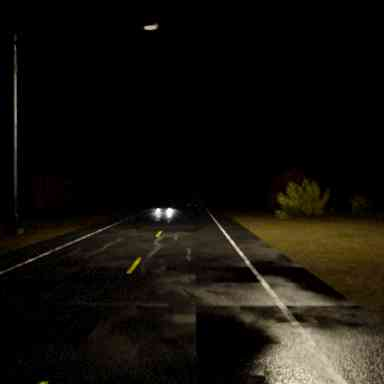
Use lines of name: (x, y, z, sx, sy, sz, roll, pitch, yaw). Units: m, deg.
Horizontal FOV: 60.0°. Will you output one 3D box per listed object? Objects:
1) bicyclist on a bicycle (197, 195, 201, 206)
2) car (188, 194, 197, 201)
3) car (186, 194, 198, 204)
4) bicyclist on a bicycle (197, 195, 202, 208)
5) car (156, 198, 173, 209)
bicyclist on a bicycle: (1.013, 1.281, 50.775, 0.582, 1.620, 1.656, 0, 0, 0)
car: (0.071, 1.249, 75.797, 2.033, 1.411, 5.357, 0, 0, 0)
car: (0.077, 1.284, 59.144, 2.128, 1.511, 4.902, 0, 0, 0)
bicyclist on a bicycle: (1.004, 1.236, 41.697, 0.659, 1.776, 1.843, 0, 0, 0)
car: (-3.549, 1.459, 43.483, 1.895, 1.301, 4.718, 0, 0, 0)
